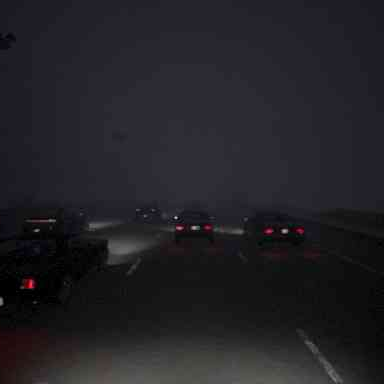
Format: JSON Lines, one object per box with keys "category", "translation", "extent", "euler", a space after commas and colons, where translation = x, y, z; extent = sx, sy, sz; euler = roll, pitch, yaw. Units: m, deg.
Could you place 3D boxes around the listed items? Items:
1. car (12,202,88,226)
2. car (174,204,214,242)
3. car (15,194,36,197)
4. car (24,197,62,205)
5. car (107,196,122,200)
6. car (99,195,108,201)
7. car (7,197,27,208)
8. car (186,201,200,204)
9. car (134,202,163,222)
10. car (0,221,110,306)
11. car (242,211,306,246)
{"category": "car", "translation": [-6.905, 1.515, 17.298], "extent": [2.128, 1.511, 4.902], "euler": [0, 0, 0]}
{"category": "car", "translation": [0.097, 1.569, 16.554], "extent": [2.033, 1.411, 5.357], "euler": [0, 0, 0]}
{"category": "car", "translation": [-24.570, 1.289, 48.450], "extent": [2.150, 2.045, 5.566], "euler": [0, 0, 1]}
{"category": "car", "translation": [-17.596, 1.603, 40.094], "extent": [2.033, 1.411, 5.357], "euler": [0, 0, 0]}
{"category": "car", "translation": [-17.518, 1.609, 77.044], "extent": [1.812, 1.442, 4.674], "euler": [0, 0, 0]}
{"category": "car", "translation": [-21.009, 1.551, 79.957], "extent": [1.837, 1.490, 4.892], "euler": [0, 0, 0]}
{"category": "car", "translation": [-21.086, 1.623, 42.135], "extent": [1.994, 1.385, 4.181], "euler": [0, 0, 0]}
{"category": "car", "translation": [0.091, 1.648, 36.203], "extent": [1.895, 1.301, 4.718], "euler": [0, 0, 0]}
{"category": "car", "translation": [-3.406, 1.527, 26.531], "extent": [2.128, 1.511, 4.902], "euler": [0, 0, 0]}
{"category": "car", "translation": [-3.403, 1.612, 7.980], "extent": [1.895, 1.301, 4.718], "euler": [0, 0, 0]}
{"category": "car", "translation": [3.596, 1.567, 15.376], "extent": [2.033, 1.411, 5.357], "euler": [0, 0, 0]}
